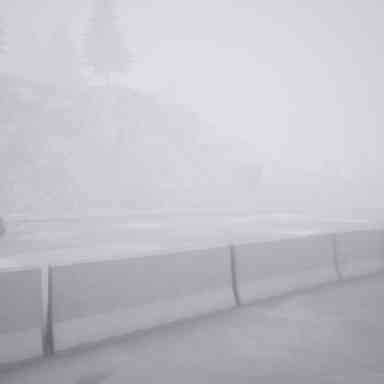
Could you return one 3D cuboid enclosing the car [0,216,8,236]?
[{"bbox_3d":[-10.378,1.443,13.650,4.892,1.490,1.837,0,0,-35],"label":"car"}]
